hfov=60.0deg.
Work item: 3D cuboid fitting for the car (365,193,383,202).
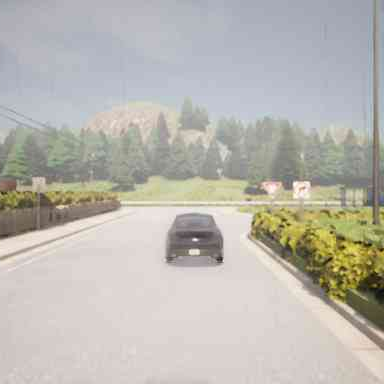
[{"bbox_3d":[27.195,1.219,45.370,5.566,2.045,2.150,1,0,1],"label":"car"}]

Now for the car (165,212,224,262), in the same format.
[{"bbox_3d":[0.083,1.505,12.076,1.837,1.490,4.892,0,0,0],"label":"car"}]

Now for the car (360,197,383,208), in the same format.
[{"bbox_3d":[27.476,1.539,48.938,4.674,1.442,1.812,0,0,0],"label":"car"}]
